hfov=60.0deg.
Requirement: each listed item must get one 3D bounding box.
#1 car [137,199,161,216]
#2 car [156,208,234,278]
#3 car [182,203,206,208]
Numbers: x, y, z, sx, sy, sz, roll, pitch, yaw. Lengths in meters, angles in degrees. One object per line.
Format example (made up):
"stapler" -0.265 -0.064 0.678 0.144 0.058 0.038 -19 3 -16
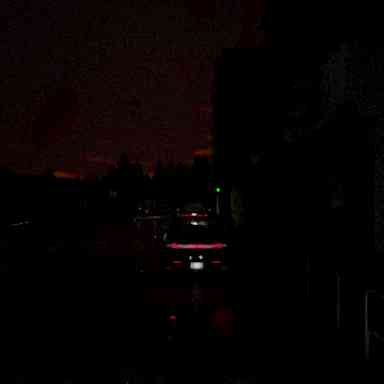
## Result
"car" -3.967 1.426 31.374 1.812 1.442 4.674 0 0 0
"car" 0.110 1.448 9.982 2.128 1.511 4.902 0 0 0
"car" 0.122 1.418 20.453 1.837 1.490 4.892 0 1 0
